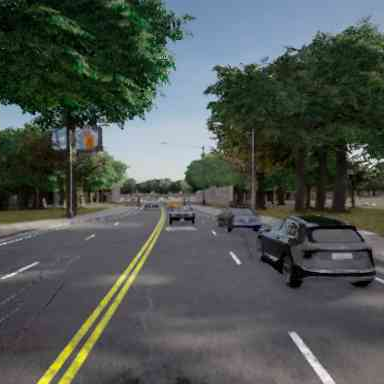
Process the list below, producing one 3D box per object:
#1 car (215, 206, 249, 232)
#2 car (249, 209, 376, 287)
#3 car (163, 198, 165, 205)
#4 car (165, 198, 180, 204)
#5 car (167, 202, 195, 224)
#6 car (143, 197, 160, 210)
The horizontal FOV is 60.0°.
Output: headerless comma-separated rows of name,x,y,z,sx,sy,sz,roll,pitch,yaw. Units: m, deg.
car,2.726,1.594,20.460,2.033,1.411,5.357,0,0,-6
car,3.158,1.441,9.351,2.033,1.649,4.856,0,0,-1
car,-5.087,1.950,69.291,1.895,1.301,4.718,0,0,-7
car,-2.664,1.707,49.920,1.882,1.535,5.008,0,0,-6
car,-0.824,1.683,25.753,1.895,1.301,4.718,0,0,-3
car,-5.436,1.516,44.587,1.837,1.490,4.892,0,0,-6
